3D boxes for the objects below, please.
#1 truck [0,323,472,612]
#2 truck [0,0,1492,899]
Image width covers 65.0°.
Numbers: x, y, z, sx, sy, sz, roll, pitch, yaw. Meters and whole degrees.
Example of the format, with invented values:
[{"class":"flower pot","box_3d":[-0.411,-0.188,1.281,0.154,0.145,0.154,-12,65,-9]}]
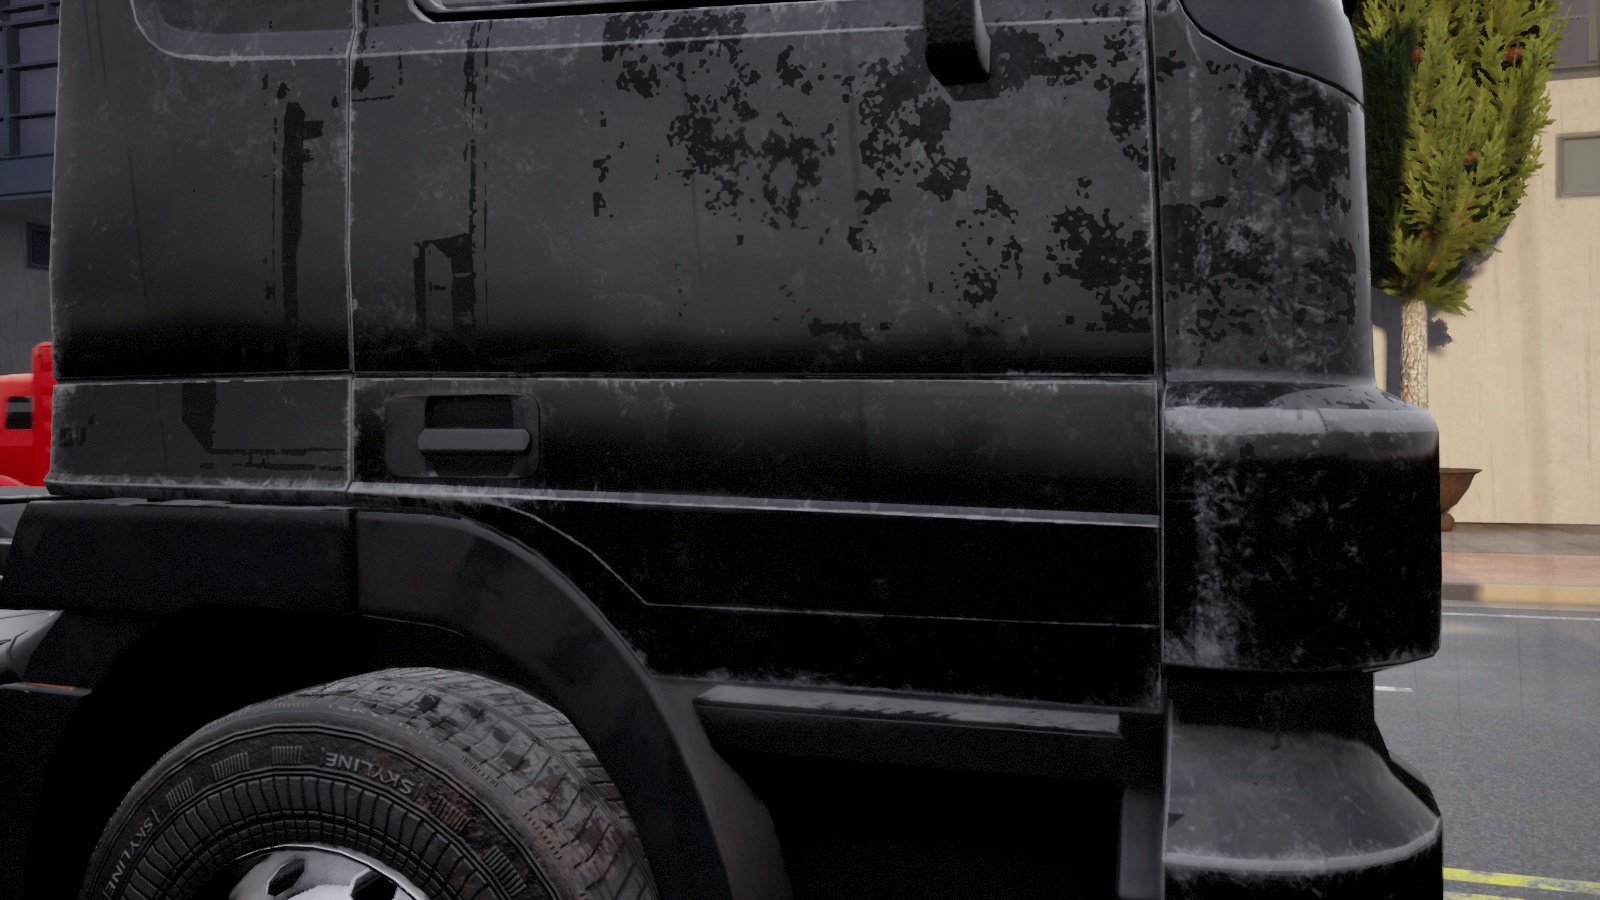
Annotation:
[{"class":"truck","box_3d":[-6.339,0.111,12.827,5.204,2.467,2.627,1,1,19]},{"class":"truck","box_3d":[-2.510,-0.230,4.057,7.936,3.462,2.891,1,1,19]}]
